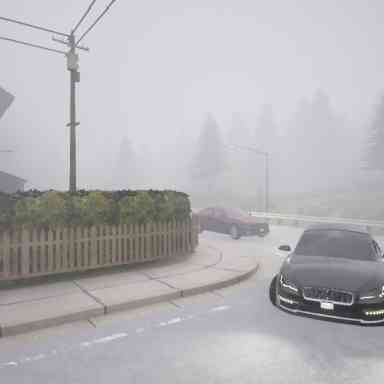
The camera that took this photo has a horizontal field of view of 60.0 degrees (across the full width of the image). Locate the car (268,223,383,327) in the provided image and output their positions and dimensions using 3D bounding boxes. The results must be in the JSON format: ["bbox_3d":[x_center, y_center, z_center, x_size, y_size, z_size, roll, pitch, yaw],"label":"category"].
[{"bbox_3d":[3.168,1.505,7.304,1.837,1.490,4.892,0,0,27],"label":"car"}]

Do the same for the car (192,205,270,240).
[{"bbox_3d":[1.870,1.478,17.440,1.882,1.535,5.008,0,0,-33],"label":"car"}]
